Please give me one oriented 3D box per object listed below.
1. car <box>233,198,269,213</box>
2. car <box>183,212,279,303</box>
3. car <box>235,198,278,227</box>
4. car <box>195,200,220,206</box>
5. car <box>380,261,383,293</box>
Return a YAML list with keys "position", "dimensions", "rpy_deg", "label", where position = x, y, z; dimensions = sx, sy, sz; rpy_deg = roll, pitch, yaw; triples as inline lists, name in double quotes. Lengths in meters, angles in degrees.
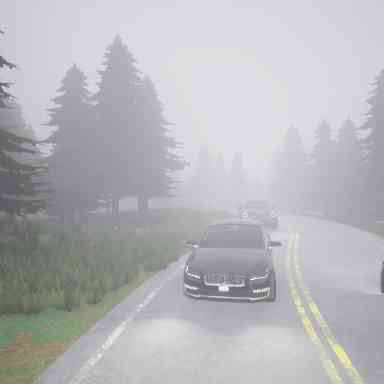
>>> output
- position: [6.246, 1.410, 35.736]
  dimensions: [1.837, 1.490, 4.892]
  rpy_deg: [2, -1, -15]
  label: "car"
- position: [1.101, 1.496, 8.420]
  dimensions: [1.837, 1.490, 4.892]
  rpy_deg: [-1, 0, 13]
  label: "car"
- position: [3.932, 1.268, 20.567]
  dimensions: [2.097, 1.767, 4.553]
  rpy_deg: [-1, 0, 5]
  label: "car"
- position: [1.973, 1.798, 44.866]
  dimensions: [1.812, 1.442, 4.674]
  rpy_deg: [3, -5, -35]
  label: "car"
- position: [4.499, 1.308, 4.646]
  dimensions: [2.097, 1.767, 4.553]
  rpy_deg: [-1, 0, 8]
  label: "car"
